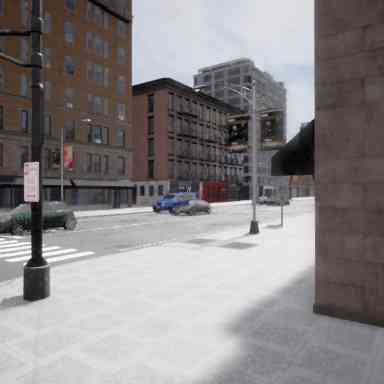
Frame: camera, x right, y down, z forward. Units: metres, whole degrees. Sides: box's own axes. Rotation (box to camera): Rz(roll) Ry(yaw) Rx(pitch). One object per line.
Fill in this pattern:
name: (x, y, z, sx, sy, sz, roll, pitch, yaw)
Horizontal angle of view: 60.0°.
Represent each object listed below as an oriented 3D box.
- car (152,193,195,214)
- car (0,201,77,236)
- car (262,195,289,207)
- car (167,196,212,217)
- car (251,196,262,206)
car: (-1.624, 1.114, 33.951, 2.150, 2.045, 5.566, 0, 0, 35)
car: (-8.672, 1.310, 18.144, 2.097, 1.767, 4.553, 0, 0, 33)
car: (12.355, 1.154, 48.036, 2.097, 1.767, 4.553, 0, 0, 36)
car: (0.115, 1.419, 30.781, 1.812, 1.442, 4.674, 0, 0, 35)
car: (10.762, 1.330, 51.377, 1.812, 1.442, 4.674, 0, 0, 35)
